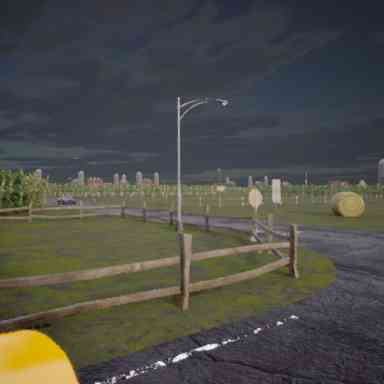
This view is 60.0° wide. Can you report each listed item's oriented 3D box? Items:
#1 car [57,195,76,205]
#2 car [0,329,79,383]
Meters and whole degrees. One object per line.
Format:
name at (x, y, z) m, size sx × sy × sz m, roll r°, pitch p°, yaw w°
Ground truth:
car at (-18.849, 1.214, 49.880) m, size 1.994 × 1.385 × 4.181 m, roll -1°, pitch 1°, yaw -36°
car at (-2.846, 1.482, 0.920) m, size 5.008 × 1.535 × 1.882 m, roll 0°, pitch 0°, yaw -35°
